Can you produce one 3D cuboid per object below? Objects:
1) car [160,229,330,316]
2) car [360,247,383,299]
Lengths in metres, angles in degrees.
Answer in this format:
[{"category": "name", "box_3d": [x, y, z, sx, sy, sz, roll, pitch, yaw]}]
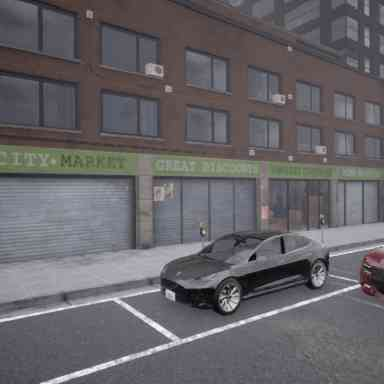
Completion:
[{"category": "car", "box_3d": [1.361, 1.565, 7.523, 4.313, 1.339, 1.947, 0, -1, -36]}, {"category": "car", "box_3d": [5.734, 1.476, 7.487, 5.008, 1.535, 1.882, 0, 0, -36]}]
